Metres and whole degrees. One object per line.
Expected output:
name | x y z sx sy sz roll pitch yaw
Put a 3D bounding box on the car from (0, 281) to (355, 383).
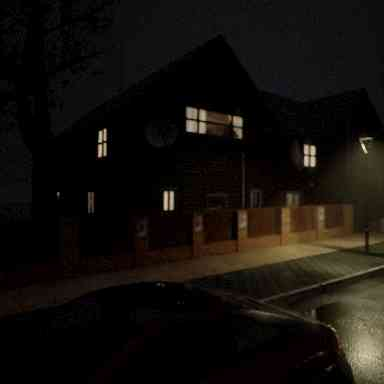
car | -0.548 1.556 2.680 4.181 1.385 1.994 -1 0 -35
